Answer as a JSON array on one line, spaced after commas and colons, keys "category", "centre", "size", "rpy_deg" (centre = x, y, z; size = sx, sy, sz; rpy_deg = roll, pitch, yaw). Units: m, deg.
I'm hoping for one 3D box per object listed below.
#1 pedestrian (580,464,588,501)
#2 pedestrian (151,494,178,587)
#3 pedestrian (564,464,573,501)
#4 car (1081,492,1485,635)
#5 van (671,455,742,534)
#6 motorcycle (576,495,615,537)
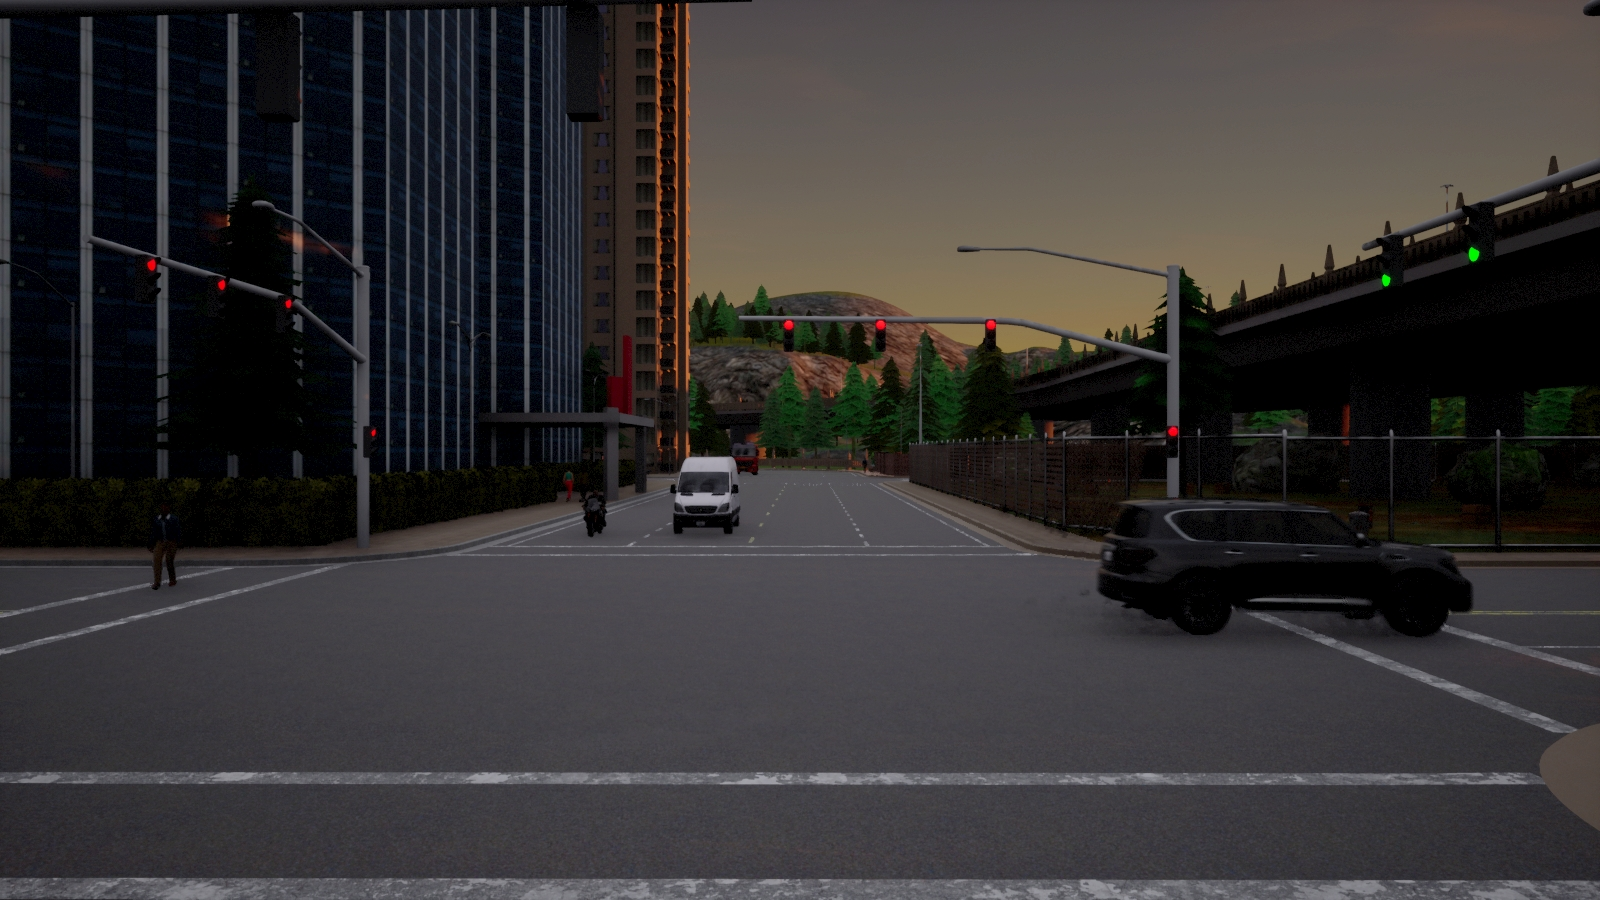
[{"category": "pedestrian", "centre": [-10.975, 1.642, 58.042], "size": [0.375, 1.860, 0.375], "rpy_deg": [0, 0, -17]}, {"category": "pedestrian", "centre": [-13.010, 1.848, 23.408], "size": [0.375, 1.860, 0.375], "rpy_deg": [0, 0, -8]}, {"category": "pedestrian", "centre": [-11.675, 1.641, 57.679], "size": [0.375, 1.860, 0.375], "rpy_deg": [0, 0, 2]}, {"category": "car", "centre": [7.563, 1.755, 18.339], "size": [5.566, 2.045, 2.150], "rpy_deg": [0, 0, 0]}, {"category": "van", "centre": [-3.226, 1.479, 40.346], "size": [1.988, 2.561, 5.915], "rpy_deg": [0, 0, 0]}, {"category": "motorcycle", "centre": [-6.735, 2.150, 37.693], "size": [0.867, 1.251, 2.209], "rpy_deg": [0, 0, 0]}]
